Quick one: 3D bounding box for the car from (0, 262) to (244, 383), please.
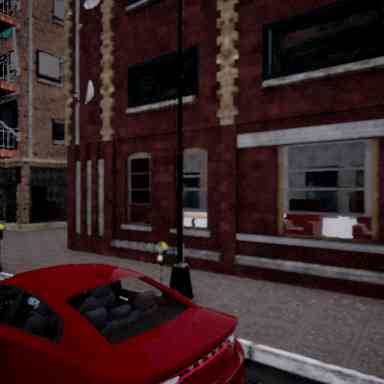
[{"bbox_3d":[-1.596,1.557,4.003,4.507,1.381,1.887,0,0,35],"label":"car"}]
